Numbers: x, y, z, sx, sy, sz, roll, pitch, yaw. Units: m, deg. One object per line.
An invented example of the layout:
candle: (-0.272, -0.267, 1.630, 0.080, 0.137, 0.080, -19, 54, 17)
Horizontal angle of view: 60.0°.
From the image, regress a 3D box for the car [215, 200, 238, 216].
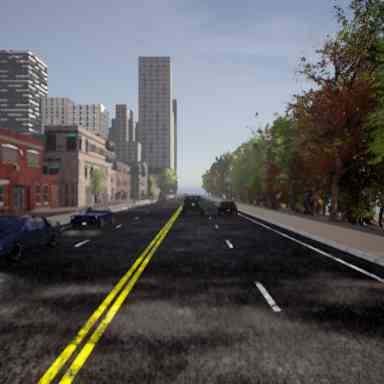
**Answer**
car: (3.360, 1.526, 33.072, 1.882, 1.535, 5.008, 0, 0, 0)

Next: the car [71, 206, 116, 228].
car: (-6.585, 1.634, 22.559, 1.895, 1.301, 4.718, 0, 0, 0)

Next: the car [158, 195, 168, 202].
car: (-6.482, 1.401, 73.668, 1.882, 1.535, 5.008, 0, 0, 0)

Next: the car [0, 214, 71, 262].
car: (-6.599, 1.566, 12.448, 2.033, 1.411, 5.357, 0, 0, 0)

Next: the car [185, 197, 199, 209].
car: (0.062, 1.545, 47.374, 1.882, 1.535, 5.008, 0, 0, 0)

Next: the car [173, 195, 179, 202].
car: (-3.232, 1.448, 73.667, 2.128, 1.511, 4.902, 0, 0, 0)

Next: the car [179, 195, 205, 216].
car: (0.113, 1.272, 33.684, 2.150, 2.045, 5.566, 0, 0, 0)
